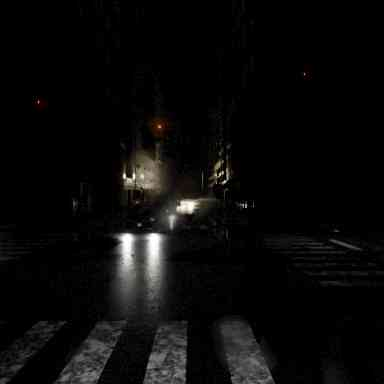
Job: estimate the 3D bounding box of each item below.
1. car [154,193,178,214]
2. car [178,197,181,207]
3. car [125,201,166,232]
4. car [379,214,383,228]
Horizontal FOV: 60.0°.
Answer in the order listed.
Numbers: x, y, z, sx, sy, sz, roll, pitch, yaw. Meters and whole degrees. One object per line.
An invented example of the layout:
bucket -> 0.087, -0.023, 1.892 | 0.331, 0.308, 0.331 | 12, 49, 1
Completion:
car -> -2.878, 1.200, 35.988 | 2.150, 2.045, 5.566 | 0, 1, -2
car -> -2.855, 1.326, 51.223 | 2.097, 1.767, 4.553 | 0, 0, 0
car -> -2.859, 1.521, 20.428 | 1.812, 1.442, 4.674 | 0, 0, 0
car -> 12.342, 1.282, 16.851 | 5.009, 1.841, 2.192 | 0, 0, 0
